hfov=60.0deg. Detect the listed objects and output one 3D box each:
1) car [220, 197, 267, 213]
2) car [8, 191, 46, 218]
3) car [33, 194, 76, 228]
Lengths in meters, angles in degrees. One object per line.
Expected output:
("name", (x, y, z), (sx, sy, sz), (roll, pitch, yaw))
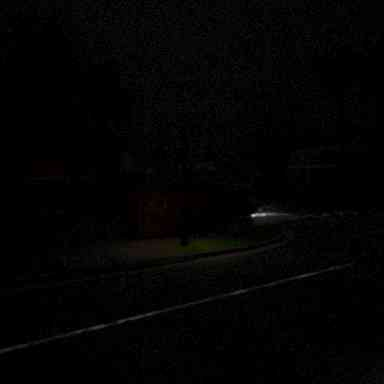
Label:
("car", (4.669, 1.209, 32.176), (2.033, 1.411, 5.357), (-1, 1, -35))
("car", (-12.953, 0.888, 25.899), (1.932, 1.855, 4.605), (-1, 0, -35))
("car", (-8.528, 1.095, 19.635), (2.152, 1.636, 5.027), (-1, 0, -35))
